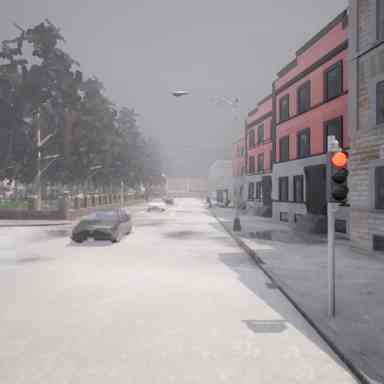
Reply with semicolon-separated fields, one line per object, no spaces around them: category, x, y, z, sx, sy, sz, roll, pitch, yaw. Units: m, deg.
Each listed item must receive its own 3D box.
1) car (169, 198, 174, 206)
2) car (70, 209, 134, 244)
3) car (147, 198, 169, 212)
car;-4.033;1.601;55.876;1.895;1.301;4.718;0;0;0
car;-4.086;1.547;16.081;2.033;1.411;5.357;0;0;0
car;-4.051;1.526;38.957;1.812;1.442;4.674;0;0;0
